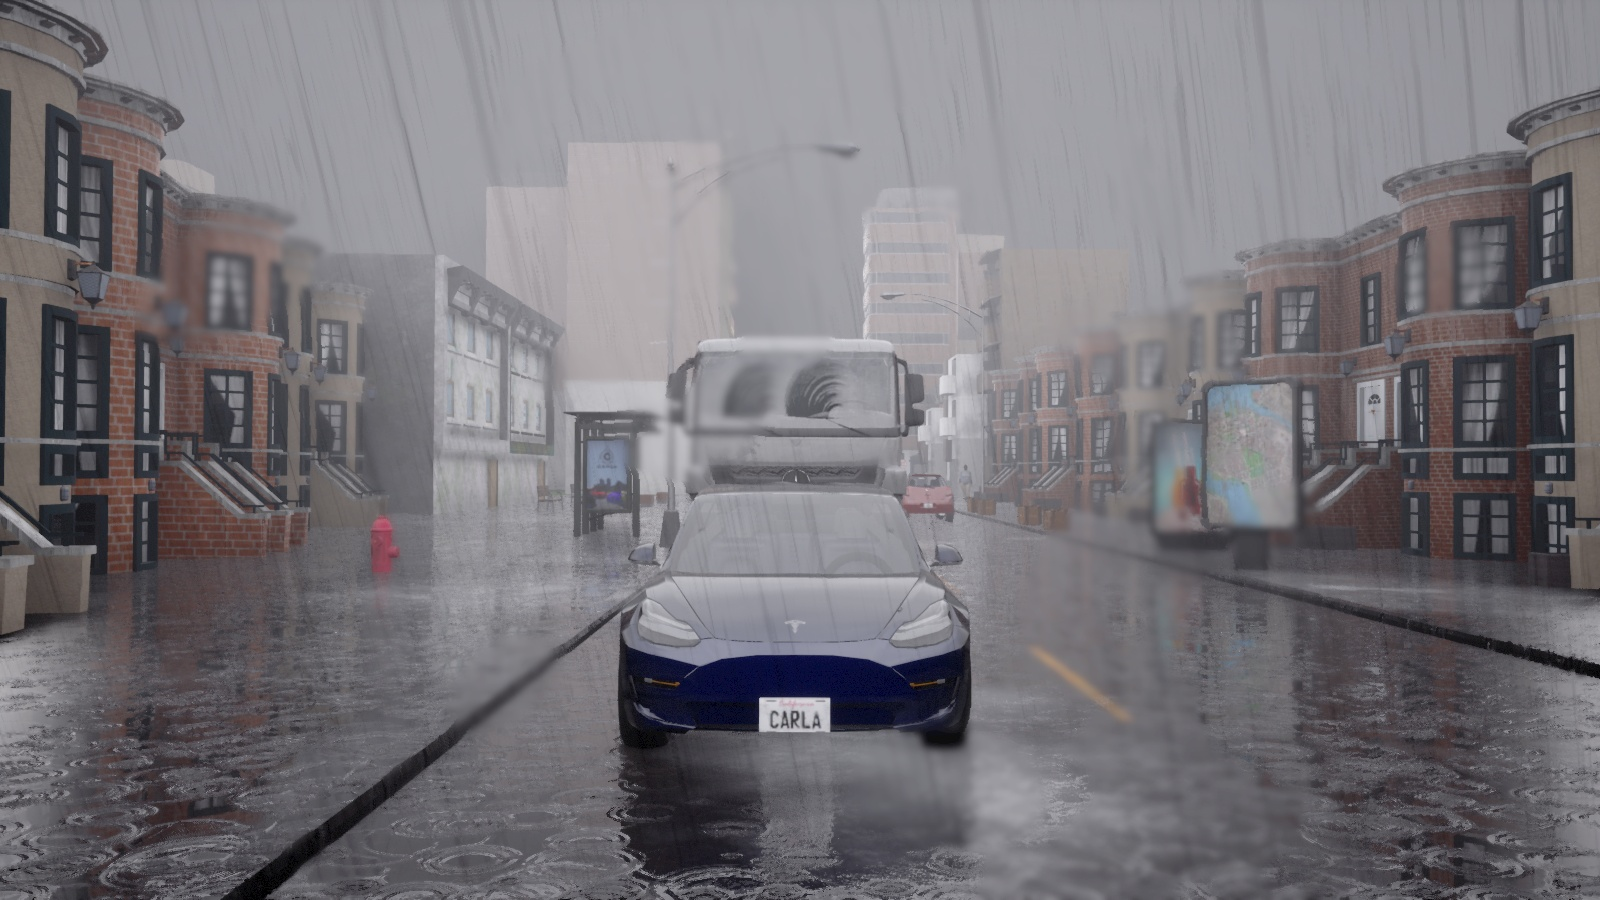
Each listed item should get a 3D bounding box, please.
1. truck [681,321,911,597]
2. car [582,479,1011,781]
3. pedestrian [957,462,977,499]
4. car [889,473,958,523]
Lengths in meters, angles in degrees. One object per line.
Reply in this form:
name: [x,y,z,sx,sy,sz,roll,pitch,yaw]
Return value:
truck: [-0.057,0.163,19.828,2.891,3.462,7.936,0,-1,0]
car: [-0.024,0.961,8.751,2.163,1.488,4.792,0,-1,0]
pedestrian: [8.390,1.548,63.137,0.874,1.855,0.900,0,-1,0]
car: [3.893,1.484,40.048,1.845,1.501,3.633,0,-1,0]
